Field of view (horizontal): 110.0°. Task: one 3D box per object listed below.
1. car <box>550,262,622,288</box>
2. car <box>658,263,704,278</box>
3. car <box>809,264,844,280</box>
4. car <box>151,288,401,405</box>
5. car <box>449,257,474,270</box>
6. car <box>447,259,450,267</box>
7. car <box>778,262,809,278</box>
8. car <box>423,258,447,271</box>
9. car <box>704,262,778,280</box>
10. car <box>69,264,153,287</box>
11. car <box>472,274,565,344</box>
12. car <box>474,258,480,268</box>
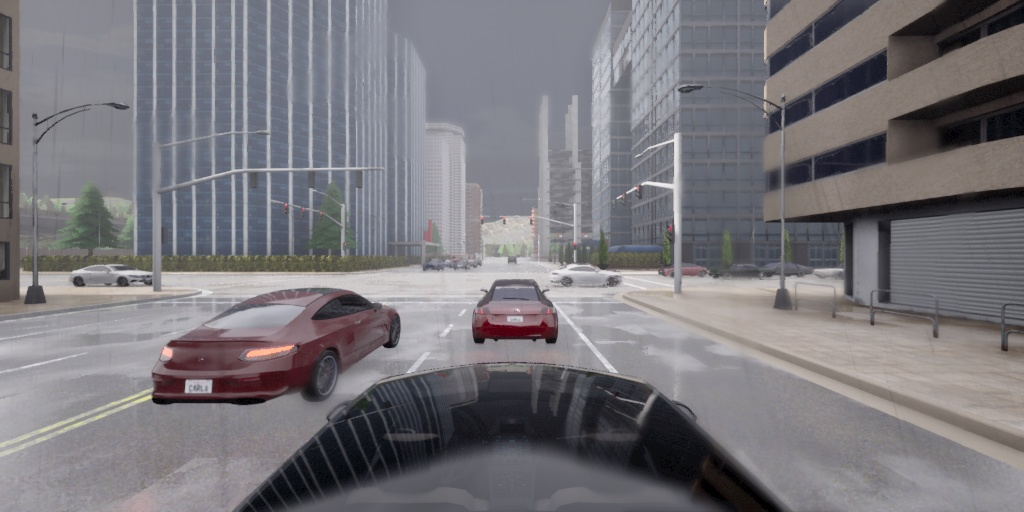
[{"bbox_3d":[4.774,1.273,23.437,4.674,1.442,1.812,0,0,1],"label":"car"},{"bbox_3d":[16.158,1.310,34.019,4.181,1.385,1.994,0,0,1],"label":"car"},{"bbox_3d":[28.549,1.347,30.382,4.718,1.301,1.895,0,0,1],"label":"car"},{"bbox_3d":[-3.440,1.275,6.258,1.812,1.442,4.674,0,0,0],"label":"car"},{"bbox_3d":[-7.055,1.236,50.866,2.128,1.511,4.902,0,0,0],"label":"car"},{"bbox_3d":[-10.549,1.269,58.157,1.812,1.442,4.674,0,0,1],"label":"car"},{"bbox_3d":[25.394,1.294,33.918,5.357,1.411,2.033,0,0,1],"label":"car"},{"bbox_3d":[-10.560,1.097,48.341,2.097,1.767,4.553,0,0,0],"label":"car"},{"bbox_3d":[19.380,1.347,30.481,4.718,1.301,1.895,0,0,1],"label":"car"},{"bbox_3d":[-26.438,1.273,23.793,4.674,1.442,1.812,0,0,1],"label":"car"},{"bbox_3d":[0.081,1.313,9.646,1.994,1.385,4.181,0,0,0],"label":"car"},{"bbox_3d":[-7.038,1.269,60.820,1.812,1.442,4.674,0,0,1],"label":"car"}]
